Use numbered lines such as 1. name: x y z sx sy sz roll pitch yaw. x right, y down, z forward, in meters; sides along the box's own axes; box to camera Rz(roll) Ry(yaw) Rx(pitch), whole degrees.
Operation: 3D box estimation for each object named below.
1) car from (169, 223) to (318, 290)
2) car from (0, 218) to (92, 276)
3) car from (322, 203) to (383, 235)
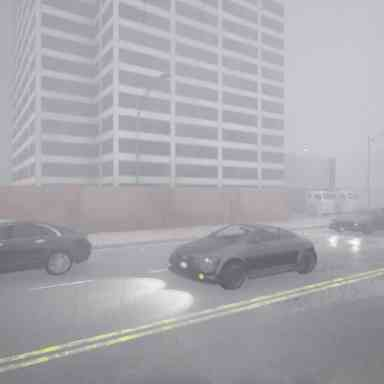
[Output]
1. car: 1.474 1.564 9.081 4.181 1.385 1.994 0 0 -33
2. car: -5.210 1.505 8.906 4.892 1.490 1.837 0 0 -33
3. car: 10.065 1.548 18.825 5.357 1.411 2.033 0 0 -33
